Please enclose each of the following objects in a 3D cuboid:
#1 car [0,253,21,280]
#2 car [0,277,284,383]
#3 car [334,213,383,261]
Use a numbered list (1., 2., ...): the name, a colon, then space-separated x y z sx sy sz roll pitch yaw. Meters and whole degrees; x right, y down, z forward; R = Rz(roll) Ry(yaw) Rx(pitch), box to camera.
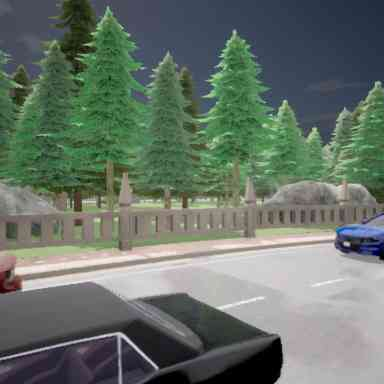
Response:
1. car: -5.093 1.478 4.482 5.008 1.535 1.882 0 0 -34
2. car: -1.523 1.601 2.682 4.718 1.301 1.895 0 0 -34
3. car: 7.462 1.478 11.982 5.008 1.535 1.882 0 0 -22
